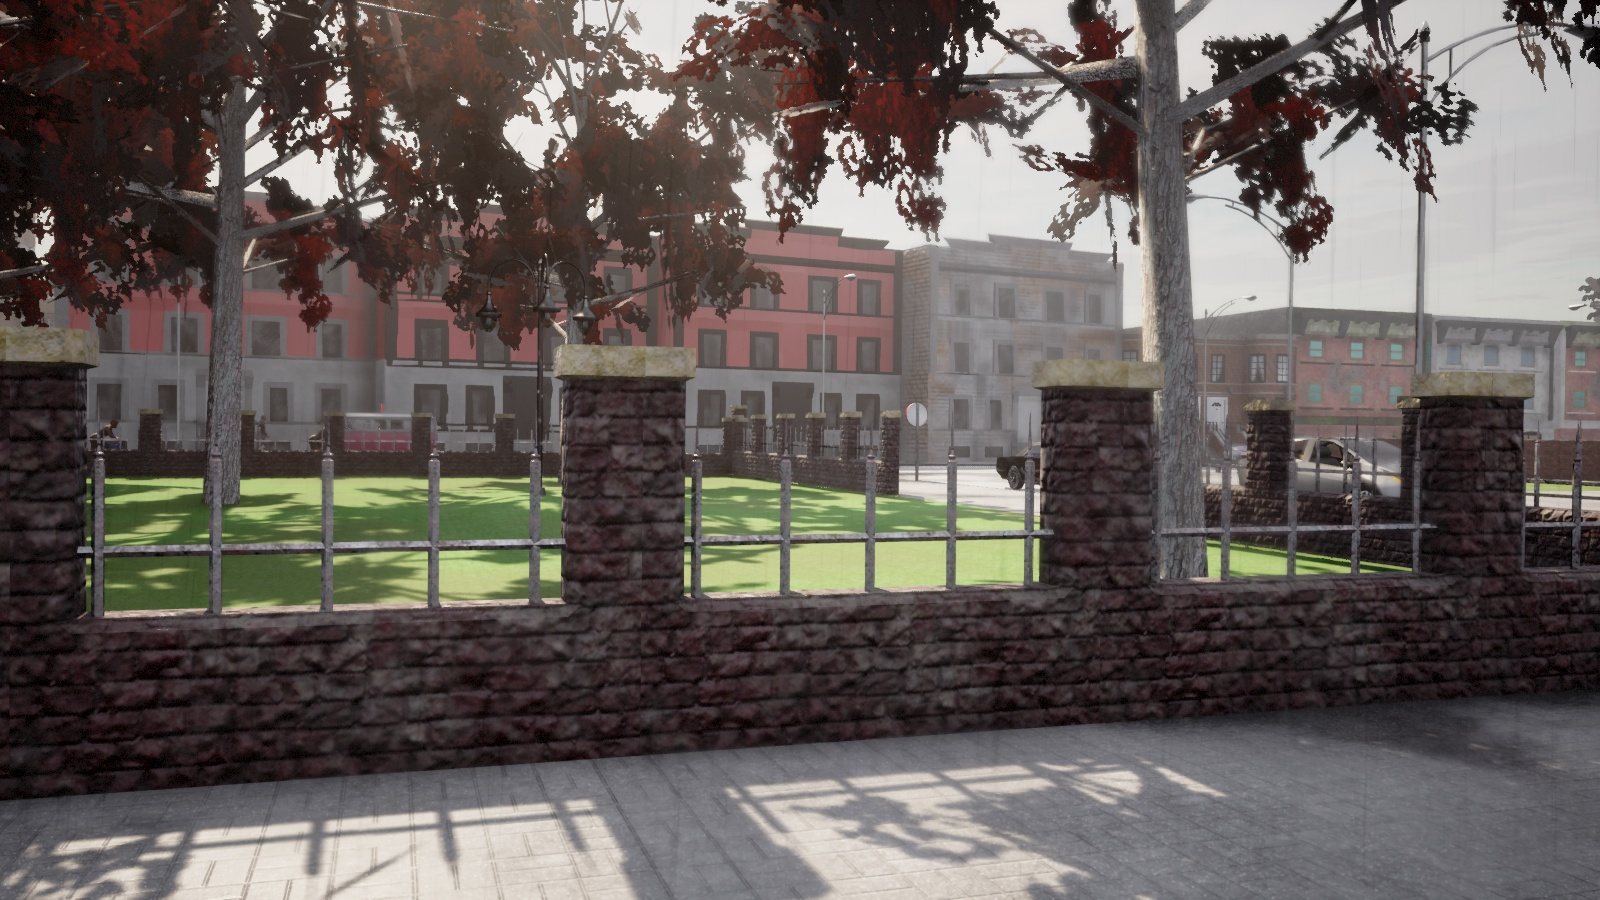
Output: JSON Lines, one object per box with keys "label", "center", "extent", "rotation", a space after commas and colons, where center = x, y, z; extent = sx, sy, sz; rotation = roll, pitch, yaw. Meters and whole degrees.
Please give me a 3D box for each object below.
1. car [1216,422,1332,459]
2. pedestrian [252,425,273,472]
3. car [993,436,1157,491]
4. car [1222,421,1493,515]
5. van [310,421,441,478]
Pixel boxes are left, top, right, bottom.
{"label": "car", "center": [22.012, -0.459, 58.345], "extent": [4.856, 1.649, 2.033], "rotation": [-1, 1, -18]}
{"label": "pedestrian", "center": [-21.190, -0.069, 49.504], "extent": [0.720, 1.854, 0.376], "rotation": [-1, 1, -20]}
{"label": "car", "center": [6.994, 0.294, 32.525], "extent": [1.895, 1.301, 4.718], "rotation": [-1, 1, -20]}
{"label": "car", "center": [10.067, 0.260, 23.108], "extent": [2.007, 1.525, 4.514], "rotation": [-1, 1, -20]}
{"label": "van", "center": [-15.569, -0.032, 46.156], "extent": [4.442, 1.987, 1.775], "rotation": [-1, 1, -18]}
